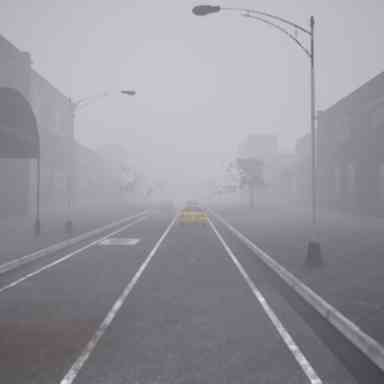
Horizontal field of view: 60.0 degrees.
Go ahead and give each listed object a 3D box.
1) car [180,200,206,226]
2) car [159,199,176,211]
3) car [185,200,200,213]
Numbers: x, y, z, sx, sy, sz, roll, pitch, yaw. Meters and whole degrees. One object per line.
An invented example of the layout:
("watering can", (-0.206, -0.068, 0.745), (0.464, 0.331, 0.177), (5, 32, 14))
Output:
("car", (0.059, 1.630, 24.641), (1.801, 1.575, 5.366), (0, 0, 0))
("car", (-3.161, 1.769, 44.103), (1.837, 1.490, 4.892), (0, 0, 0))
("car", (0.037, 1.738, 41.602), (1.837, 1.490, 4.892), (1, -1, 0))
